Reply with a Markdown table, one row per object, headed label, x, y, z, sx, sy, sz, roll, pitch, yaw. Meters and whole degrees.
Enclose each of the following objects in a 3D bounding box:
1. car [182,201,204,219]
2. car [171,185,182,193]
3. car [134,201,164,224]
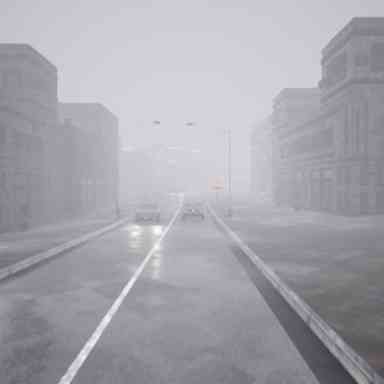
| label | x | y | z | sx | sy | sz | roll | pitch | yaw |
| --- | --- | --- | --- | --- | --- | --- | --- | --- | --- |
| car | 0.102 | 1.464 | 28.416 | 2.033 | 1.411 | 5.357 | 0 | 1 | 0 |
| car | -2.900 | -0.585 | 65.614 | 1.812 | 1.442 | 4.674 | 0 | 4 | 2 |
| car | -3.096 | 1.476 | 24.642 | 1.837 | 1.490 | 4.892 | 0 | 1 | 0 |
